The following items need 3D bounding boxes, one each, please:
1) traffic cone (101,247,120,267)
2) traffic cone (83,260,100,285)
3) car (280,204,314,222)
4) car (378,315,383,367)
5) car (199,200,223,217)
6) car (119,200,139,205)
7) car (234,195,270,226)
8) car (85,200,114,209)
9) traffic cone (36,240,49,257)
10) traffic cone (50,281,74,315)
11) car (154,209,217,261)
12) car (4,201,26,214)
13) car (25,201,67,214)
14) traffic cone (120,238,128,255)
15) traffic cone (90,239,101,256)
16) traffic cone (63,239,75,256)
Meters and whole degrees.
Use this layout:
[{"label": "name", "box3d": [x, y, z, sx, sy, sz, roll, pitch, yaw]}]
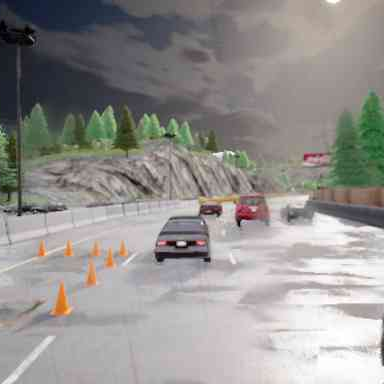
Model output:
[{"label": "traffic cone", "box3d": [-2.558, 2.026, 10.428, 0.340, 0.580, 0.340, -1, 0, -1]}, {"label": "traffic cone", "box3d": [-2.534, 2.020, 8.428, 0.340, 0.580, 0.340, -1, 0, -1]}, {"label": "car", "box3d": [7.995, 1.551, 25.734, 1.895, 1.301, 4.718, -1, 0, 8]}, {"label": "car", "box3d": [3.284, 1.306, 2.072, 2.097, 1.767, 4.553, -1, 0, -2]}, {"label": "car", "box3d": [1.868, 1.541, 31.755, 1.882, 1.535, 5.008, -1, 0, 9]}, {"label": "car", "box3d": [-9.048, 1.848, 48.226, 1.994, 1.385, 4.181, -1, 0, 15]}, {"label": "car", "box3d": [4.183, 1.225, 23.510, 2.150, 2.045, 5.566, -1, 0, 6]}, {"label": "car", "box3d": [-13.010, 1.889, 47.051, 2.033, 1.411, 5.357, -1, 0, 14]}, {"label": "traffic cone", "box3d": [-5.581, 2.079, 12.392, 0.340, 0.580, 0.340, -1, 0, -1]}, {"label": "traffic cone", "box3d": [-2.510, 2.014, 6.428, 0.340, 0.580, 0.340, -1, 0, -1]}, {"label": "car", "box3d": [-0.209, 1.587, 12.381, 2.033, 1.411, 5.357, -1, 0, 2]}, {"label": "car", "box3d": [-21.315, 1.950, 41.908, 2.128, 1.511, 4.902, -1, 0, 12]}, {"label": "car", "box3d": [-17.840, 1.949, 41.654, 2.033, 1.411, 5.357, -1, 0, 12]}, {"label": "traffic cone", "box3d": [-2.582, 2.033, 12.427, 0.340, 0.580, 0.340, -1, 0, -1]}, {"label": "traffic cone", "box3d": [-3.581, 2.048, 12.416, 0.340, 0.580, 0.340, -1, 0, -1]}, {"label": "traffic cone", "box3d": [-4.581, 2.064, 12.404, 0.340, 0.580, 0.340, -1, 0, -1]}]
